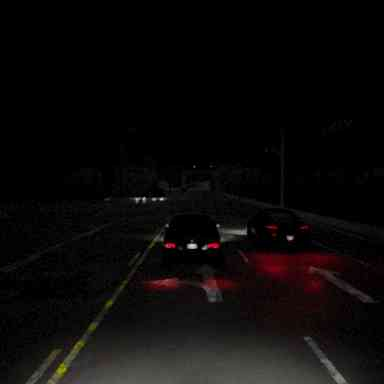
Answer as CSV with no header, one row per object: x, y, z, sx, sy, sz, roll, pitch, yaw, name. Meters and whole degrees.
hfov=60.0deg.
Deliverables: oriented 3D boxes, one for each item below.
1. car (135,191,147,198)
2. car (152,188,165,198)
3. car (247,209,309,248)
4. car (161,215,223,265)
-10.512,0.473,69.473,1.812,1.442,4.674,0,1,0,car
-7.012,0.164,69.962,2.150,2.045,5.566,0,1,0,car
3.549,1.434,14.249,1.812,1.442,4.674,0,1,1,car
0.020,1.482,11.423,2.033,1.411,5.357,0,1,0,car
